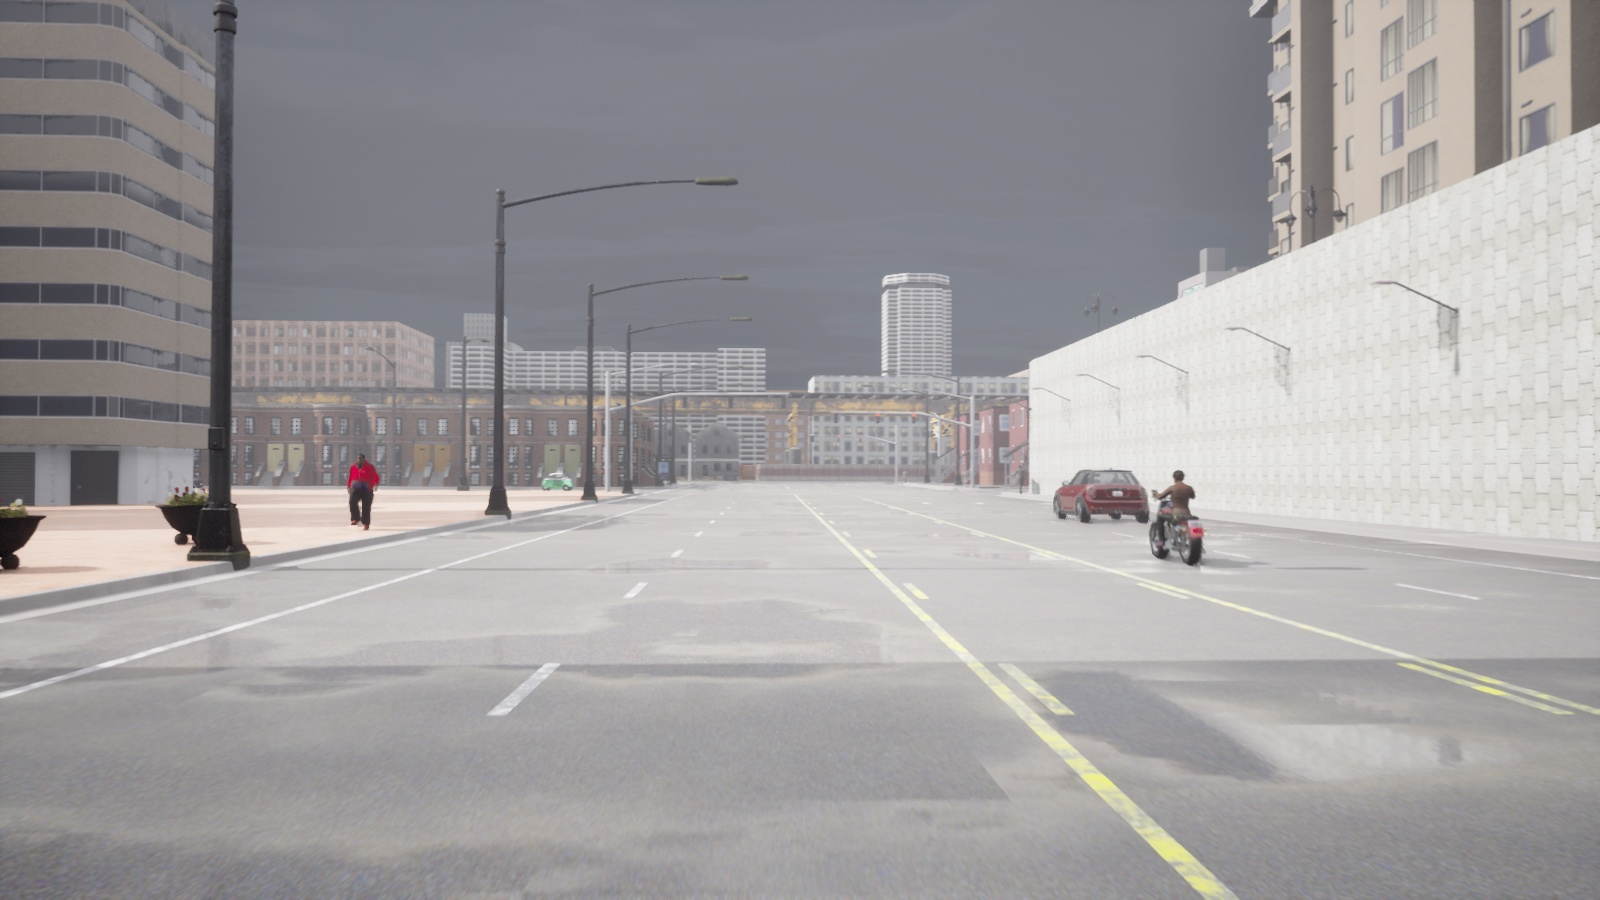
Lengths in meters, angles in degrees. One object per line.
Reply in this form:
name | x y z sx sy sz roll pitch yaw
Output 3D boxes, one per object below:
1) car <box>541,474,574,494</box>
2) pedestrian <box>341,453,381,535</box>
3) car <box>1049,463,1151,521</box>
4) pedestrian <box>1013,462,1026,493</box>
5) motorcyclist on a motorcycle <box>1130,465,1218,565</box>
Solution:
car | -17.764 2.488 92.028 2.207 1.376 1.481 -1 -1 -2
pedestrian | -10.084 0.997 28.861 0.634 1.844 0.899 0 -1 -3
car | 9.533 1.306 40.294 2.097 1.767 4.553 0 -1 -1
pedestrian | 13.868 1.738 79.377 0.659 1.952 0.873 0 -1 -1
motorcyclist on a motorcycle | 6.489 1.104 21.931 0.766 1.649 2.350 0 -1 -1
